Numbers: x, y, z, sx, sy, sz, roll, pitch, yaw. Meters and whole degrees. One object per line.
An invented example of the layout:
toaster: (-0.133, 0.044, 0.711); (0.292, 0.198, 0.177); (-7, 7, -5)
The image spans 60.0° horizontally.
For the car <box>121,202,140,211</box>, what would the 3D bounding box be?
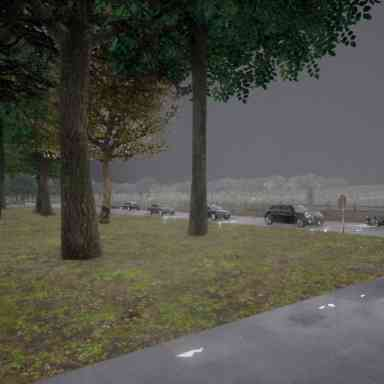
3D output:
car: (-10.638, 2.434, 57.146); (1.837, 1.490, 4.892); (-1, 0, -35)

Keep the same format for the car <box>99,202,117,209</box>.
car: (-16.586, 2.652, 65.620); (2.033, 1.411, 5.357); (-1, 0, -35)

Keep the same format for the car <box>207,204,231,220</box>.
car: (1.953, 2.028, 34.069); (1.837, 1.490, 4.892); (-1, 0, -35)

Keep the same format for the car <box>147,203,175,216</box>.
car: (-3.994, 2.213, 42.564); (1.837, 1.490, 4.892); (-1, 0, -35)

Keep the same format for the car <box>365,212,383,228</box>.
car: (13.899, 1.730, 22.189); (1.994, 1.385, 4.181); (-1, 0, -35)

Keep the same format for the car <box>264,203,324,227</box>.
car: (7.820, 1.687, 25.698); (2.097, 1.767, 4.553); (-1, 0, -35)
